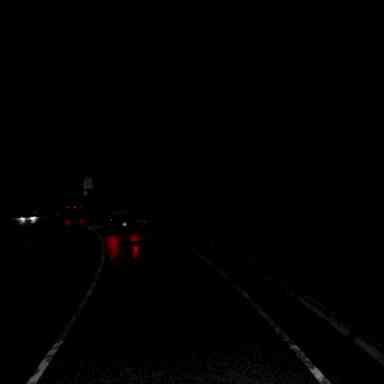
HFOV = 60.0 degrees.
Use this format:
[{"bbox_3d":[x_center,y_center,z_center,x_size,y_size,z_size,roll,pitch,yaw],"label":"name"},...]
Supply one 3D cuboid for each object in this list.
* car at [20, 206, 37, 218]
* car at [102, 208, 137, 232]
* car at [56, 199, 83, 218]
[{"bbox_3d":[-21.930,2.614,44.555,2.033,1.411,5.357,-2,0,-28],"label":"car"},{"bbox_3d":[-4.999,1.833,22.621,1.812,1.442,4.674,-2,0,-22],"label":"car"},{"bbox_3d":[-14.492,1.946,39.202,2.150,2.045,5.566,-3,-1,-33],"label":"car"}]
